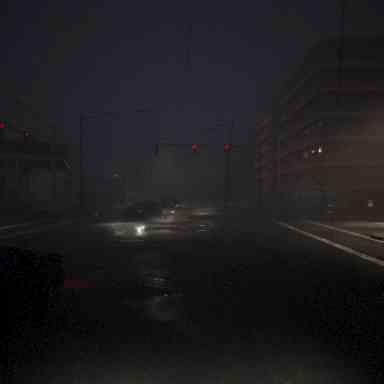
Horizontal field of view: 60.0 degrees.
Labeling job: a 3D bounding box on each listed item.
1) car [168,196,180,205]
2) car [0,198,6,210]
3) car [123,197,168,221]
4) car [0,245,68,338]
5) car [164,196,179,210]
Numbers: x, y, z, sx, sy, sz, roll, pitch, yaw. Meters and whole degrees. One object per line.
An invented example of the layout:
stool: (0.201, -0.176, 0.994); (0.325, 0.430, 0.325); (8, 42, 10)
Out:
car: (-3.298, 1.547, 61.512); (2.033, 1.411, 5.357); (0, 0, 0)
car: (-24.023, 1.455, 38.959); (3.806, 1.475, 1.970); (0, 0, 1)
car: (-3.999, 1.477, 28.005); (1.882, 1.535, 5.008); (1, 0, 17)
car: (-3.556, 1.547, 4.741); (2.033, 1.411, 5.357); (0, 0, 0)
car: (-3.196, 1.351, 43.044); (2.097, 1.767, 4.553); (0, 0, 0)
